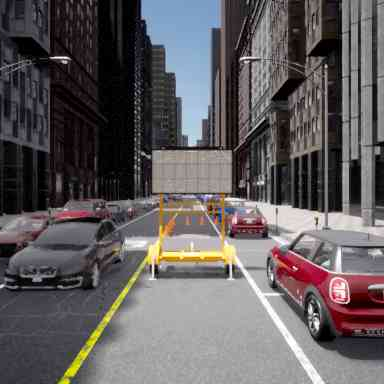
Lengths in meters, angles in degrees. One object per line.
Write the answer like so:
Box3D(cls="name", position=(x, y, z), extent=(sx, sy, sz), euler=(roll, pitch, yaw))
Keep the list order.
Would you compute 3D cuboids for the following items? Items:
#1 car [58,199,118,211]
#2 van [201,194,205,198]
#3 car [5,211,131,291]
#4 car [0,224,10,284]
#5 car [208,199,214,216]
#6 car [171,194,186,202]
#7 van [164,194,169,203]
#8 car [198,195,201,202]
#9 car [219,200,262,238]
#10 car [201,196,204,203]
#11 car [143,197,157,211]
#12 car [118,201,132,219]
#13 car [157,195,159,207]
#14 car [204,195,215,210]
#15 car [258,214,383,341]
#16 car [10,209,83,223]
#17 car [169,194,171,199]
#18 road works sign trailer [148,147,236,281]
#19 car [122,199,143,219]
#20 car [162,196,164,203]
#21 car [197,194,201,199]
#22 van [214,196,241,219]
Box3D(cls="car", position=(-5.784, 1.316, 17.758), extent=(2.192, 1.841, 5.009), euler=(0, 0, 0))
Box3D(cls="van", position=(2.696, 1.346, 51.600), extent=(1.690, 1.788, 3.998), euler=(0, 0, 0))
Box3D(cls="car", position=(-3.114, 1.505, 9.108), extent=(1.837, 1.490, 4.892), euler=(0, 0, 0))
Box3D(cls="car", position=(-5.770, 1.566, 6.486), extent=(1.947, 1.339, 4.313), euler=(0, 0, 0))
Box3D(cls="car", position=(2.725, 1.547, 29.052), extent=(1.887, 1.381, 4.507), euler=(0, 0, 0))
Box3D(cls="car", position=(-3.103, 1.574, 76.705), extent=(1.994, 1.385, 4.181), euler=(0, 0, 0))
Box3D(cls="van", position=(-5.844, 1.348, 62.849), extent=(1.690, 1.788, 3.998), euler=(0, 0, 0))
Box3D(cls="car", position=(2.680, 1.573, 62.873), extent=(1.947, 1.339, 4.313), euler=(0, 0, 0))
Box3D(cls="car", position=(2.740, 1.442, 17.779), extent=(1.967, 1.590, 4.097), euler=(0, 0, 0))
Box3D(cls="car", position=(2.703, 1.570, 45.963), extent=(1.947, 1.339, 4.313), euler=(0, 0, 0))
Box3D(cls="car", position=(-5.815, 1.554, 40.304), extent=(2.008, 1.369, 4.403), euler=(0, 0, 0))
Box3D(cls="car", position=(-5.792, 1.568, 23.395), extent=(1.947, 1.339, 4.313), euler=(0, 0, 0))
Box3D(cls="car", position=(-5.822, 1.530, 45.770), extent=(1.752, 1.417, 4.829), euler=(0, 0, 0))
Box3D(cls="car", position=(2.719, 1.318, 34.690), extent=(2.192, 1.841, 5.009), euler=(0, 0, 0))
Box3D(cls="car", position=(2.755, 1.441, 6.505), extent=(1.967, 1.590, 4.097), euler=(0, 0, 0))
Box3D(cls="car", position=(-5.777, 1.546, 12.122), extent=(1.887, 1.381, 4.507), euler=(0, 0, 0))
Box3D(cls="car", position=(-5.852, 1.533, 68.315), extent=(1.752, 1.417, 4.829), euler=(0, 0, 0))
Box3D(cls="road works sign trailer", position=(0.001, 0.465, 9.865), extent=(2.380, 3.560, 2.880), euler=(0, 0, 0))
Box3D(cls="car", position=(-5.799, 1.442, 29.032), extent=(1.967, 1.590, 4.097), euler=(0, 0, 0))
Box3D(cls="car", position=(-5.829, 1.445, 51.576), extent=(1.967, 1.590, 4.097), euler=(0, 0, 0))
Box3D(cls="car", position=(2.665, 1.554, 74.146), extent=(1.887, 1.381, 4.507), euler=(0, 0, 0))
Box3D(cls="van", position=(2.733, 1.343, 23.416), extent=(1.690, 1.788, 3.998), euler=(0, 0, 0))
